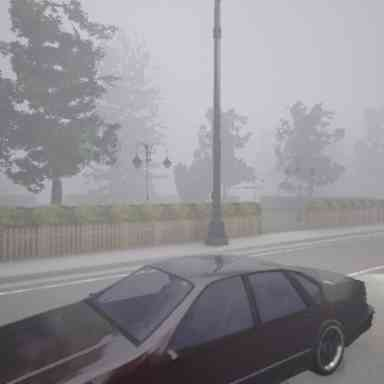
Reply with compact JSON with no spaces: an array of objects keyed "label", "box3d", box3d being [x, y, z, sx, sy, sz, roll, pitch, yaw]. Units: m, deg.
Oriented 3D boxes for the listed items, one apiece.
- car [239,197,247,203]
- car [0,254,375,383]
[{"label":"car","box3d":[8.622,1.681,65.011,1.837,1.490,4.892,0,0,-35]},{"label":"car","box3d":[0.121,1.557,4.057,5.357,1.411,2.033,0,0,-35]}]
